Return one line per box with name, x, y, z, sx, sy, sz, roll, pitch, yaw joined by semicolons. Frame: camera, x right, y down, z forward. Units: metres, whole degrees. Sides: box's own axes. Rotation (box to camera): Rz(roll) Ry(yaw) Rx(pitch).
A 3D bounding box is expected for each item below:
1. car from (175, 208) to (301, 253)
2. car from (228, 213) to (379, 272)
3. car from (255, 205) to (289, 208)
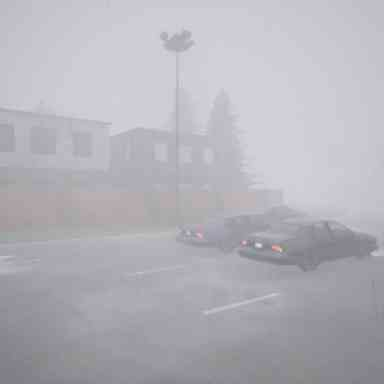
car;1.923;1.576;13.760;5.357;1.411;2.033;0;0;-35
car;3.956;1.576;10.911;5.357;1.411;2.033;0;0;-35
car;5.172;1.525;20.381;5.008;1.535;1.882;0;0;-36
